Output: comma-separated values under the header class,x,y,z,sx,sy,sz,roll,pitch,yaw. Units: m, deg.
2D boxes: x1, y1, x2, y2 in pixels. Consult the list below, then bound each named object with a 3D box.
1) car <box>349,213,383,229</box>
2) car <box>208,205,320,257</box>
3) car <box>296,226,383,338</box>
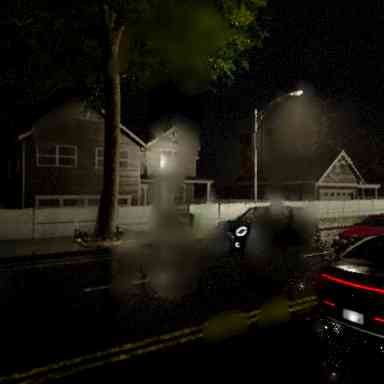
class,x,y,z,sx,sy,sz,roll,pitch,yaw
car,6.958,1.501,11.714,4.674,1.442,1.812,0,0,-33
car,2.842,1.330,12.962,4.553,1.767,2.097,0,0,-32
car,4.294,1.492,5.952,4.892,1.490,1.837,0,0,-32
